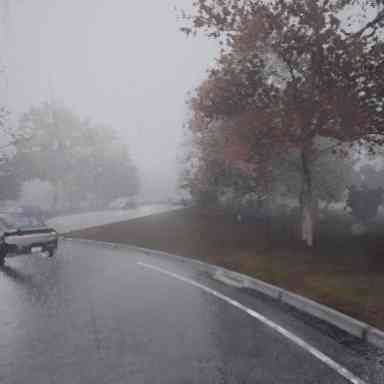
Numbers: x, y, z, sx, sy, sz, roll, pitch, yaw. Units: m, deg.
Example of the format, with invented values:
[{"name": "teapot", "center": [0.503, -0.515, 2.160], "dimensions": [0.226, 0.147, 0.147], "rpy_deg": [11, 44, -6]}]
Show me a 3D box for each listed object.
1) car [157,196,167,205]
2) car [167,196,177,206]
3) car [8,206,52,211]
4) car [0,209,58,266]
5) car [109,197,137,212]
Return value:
[{"name": "car", "center": [-4.704, 1.487, 58.960], "dimensions": [2.097, 1.767, 4.553], "rpy_deg": [-1, 0, 12]}, {"name": "car", "center": [-1.995, 1.582, 54.560], "dimensions": [2.033, 1.411, 5.357], "rpy_deg": [-1, 0, 12]}, {"name": "car", "center": [-12.182, 1.703, 23.812], "dimensions": [2.033, 1.411, 5.357], "rpy_deg": [-1, 0, 12]}, {"name": "car", "center": [-6.554, 1.575, 11.895], "dimensions": [4.902, 1.511, 2.128], "rpy_deg": [-1, 0, 43]}, {"name": "car", "center": [-8.528, 1.465, 41.180], "dimensions": [2.097, 1.767, 4.553], "rpy_deg": [-1, 0, 12]}]
